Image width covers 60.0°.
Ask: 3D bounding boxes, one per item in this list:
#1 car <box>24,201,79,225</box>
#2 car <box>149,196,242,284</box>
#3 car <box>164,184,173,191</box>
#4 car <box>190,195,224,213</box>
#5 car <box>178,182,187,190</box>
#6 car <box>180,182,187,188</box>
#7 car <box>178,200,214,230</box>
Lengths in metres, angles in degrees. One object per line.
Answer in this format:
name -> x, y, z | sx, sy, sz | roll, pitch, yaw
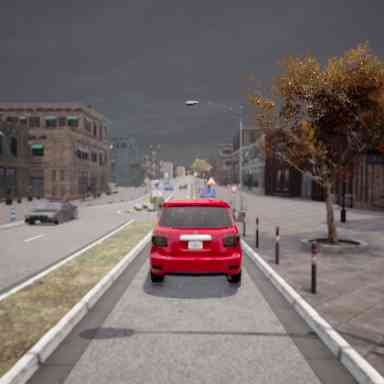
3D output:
car -> -9.198, 1.337, 22.320 | 2.033, 1.411, 5.357 | 0, 1, -2
car -> 0.110, 1.188, 9.638 | 2.150, 2.045, 5.566 | 0, 0, 1
car -> -5.233, -1.018, 74.561 | 1.882, 1.535, 5.008 | 0, 3, 0
car -> 1.364, 1.061, 32.009 | 1.994, 1.385, 4.181 | -1, 2, -17
car -> -2.242, -1.351, 82.674 | 1.812, 1.442, 4.674 | 0, 2, 0
car -> -2.253, -1.936, 92.662 | 1.812, 1.442, 4.674 | 0, 2, 0
car -> 0.413, 1.380, 21.737 | 2.033, 1.411, 5.357 | 0, 1, 4
